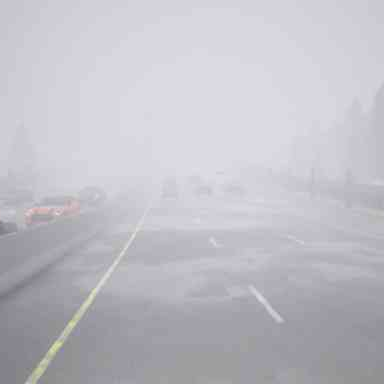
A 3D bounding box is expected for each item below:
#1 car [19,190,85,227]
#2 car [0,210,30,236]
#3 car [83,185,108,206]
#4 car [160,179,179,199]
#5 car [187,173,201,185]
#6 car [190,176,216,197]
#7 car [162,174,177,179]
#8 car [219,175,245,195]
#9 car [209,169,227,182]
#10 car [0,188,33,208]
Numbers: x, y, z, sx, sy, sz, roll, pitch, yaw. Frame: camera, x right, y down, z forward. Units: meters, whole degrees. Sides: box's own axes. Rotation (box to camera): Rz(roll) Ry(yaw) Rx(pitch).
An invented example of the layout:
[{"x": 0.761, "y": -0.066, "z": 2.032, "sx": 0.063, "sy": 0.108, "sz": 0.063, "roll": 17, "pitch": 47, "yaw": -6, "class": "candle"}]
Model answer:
[{"x": -8.471, "y": 1.025, "z": 20.648, "sx": 2.097, "sy": 1.767, "sz": 4.553, "roll": -1, "pitch": 3, "yaw": -4, "class": "car"}, {"x": -7.815, "y": 1.596, "z": 11.352, "sx": 2.033, "sy": 1.411, "sz": 5.357, "roll": -1, "pitch": 1, "yaw": -4, "class": "car"}, {"x": -9.120, "y": 0.245, "z": 30.284, "sx": 2.097, "sy": 1.767, "sz": 4.553, "roll": -1, "pitch": 6, "yaw": -3, "class": "car"}, {"x": -2.329, "y": -0.133, "z": 34.644, "sx": 2.033, "sy": 1.411, "sz": 5.357, "roll": -1, "pitch": 7, "yaw": -4, "class": "car"}, {"x": 0.349, "y": -1.990, "z": 48.037, "sx": 1.882, "sy": 1.535, "sz": 5.008, "roll": -1, "pitch": 8, "yaw": -4, "class": "car"}, {"x": 1.152, "y": -0.475, "z": 36.493, "sx": 1.882, "sy": 1.535, "sz": 5.008, "roll": -1, "pitch": 7, "yaw": -4, "class": "car"}, {"x": -3.146, "y": -1.772, "z": 46.714, "sx": 1.882, "sy": 1.535, "sz": 5.008, "roll": -1, "pitch": 8, "yaw": -3, "class": "car"}, {"x": 4.601, "y": -0.620, "z": 37.300, "sx": 1.882, "sy": 1.535, "sz": 5.008, "roll": -1, "pitch": 7, "yaw": -4, "class": "car"}, {"x": 3.784, "y": -2.246, "z": 47.714, "sx": 2.150, "sy": 2.045, "sz": 5.566, "roll": -1, "pitch": 8, "yaw": -4, "class": "car"}, {"x": -16.141, "y": 0.467, "z": 30.481, "sx": 2.128, "sy": 1.511, "sz": 4.902, "roll": -1, "pitch": 6, "yaw": -3, "class": "car"}]
